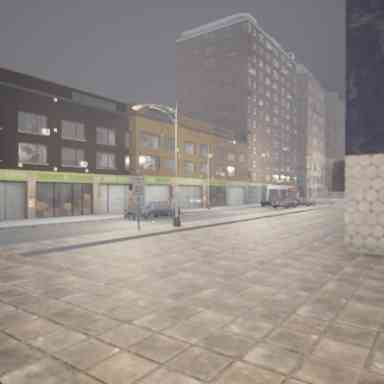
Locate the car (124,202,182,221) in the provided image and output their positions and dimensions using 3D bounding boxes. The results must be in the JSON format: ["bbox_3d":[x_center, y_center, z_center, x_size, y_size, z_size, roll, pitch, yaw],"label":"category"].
[{"bbox_3d":[-3.007,1.489,27.058,2.033,1.411,5.357,0,0,36],"label":"car"}]

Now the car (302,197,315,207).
[{"bbox_3d":[17.283,1.470,50.591,1.994,1.385,4.181,0,0,36],"label":"car"}]

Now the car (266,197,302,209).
[{"bbox_3d":[11.998,1.463,43.088,2.033,1.411,5.357,0,0,36],"label":"car"}]

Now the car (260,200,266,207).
[{"bbox_3d":[11.338,1.504,47.019,1.895,1.301,4.718,0,0,36],"label":"car"}]
